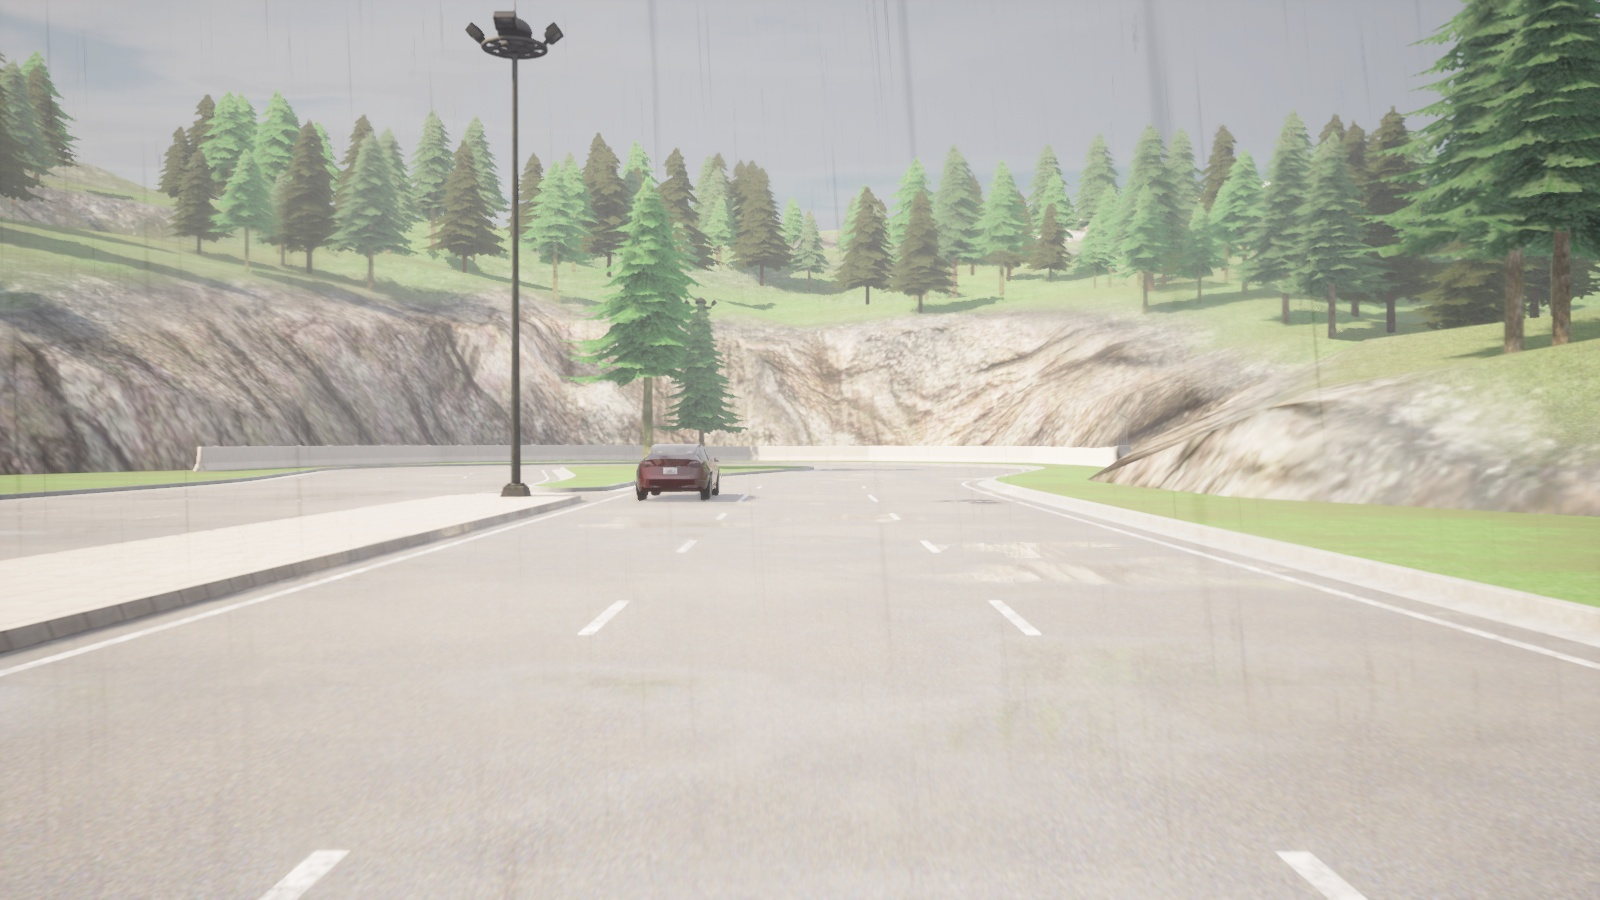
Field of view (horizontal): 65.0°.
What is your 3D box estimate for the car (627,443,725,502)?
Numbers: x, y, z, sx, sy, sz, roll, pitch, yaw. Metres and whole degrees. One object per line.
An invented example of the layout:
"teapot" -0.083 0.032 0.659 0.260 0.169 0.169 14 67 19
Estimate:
"car" -3.285 0.551 34.262 2.163 1.488 4.792 0 0 0
